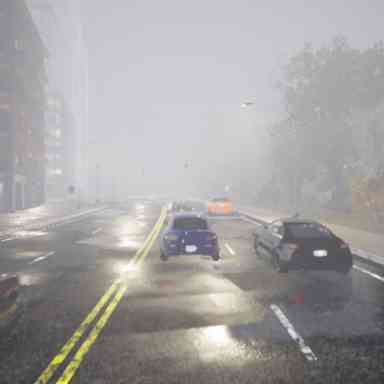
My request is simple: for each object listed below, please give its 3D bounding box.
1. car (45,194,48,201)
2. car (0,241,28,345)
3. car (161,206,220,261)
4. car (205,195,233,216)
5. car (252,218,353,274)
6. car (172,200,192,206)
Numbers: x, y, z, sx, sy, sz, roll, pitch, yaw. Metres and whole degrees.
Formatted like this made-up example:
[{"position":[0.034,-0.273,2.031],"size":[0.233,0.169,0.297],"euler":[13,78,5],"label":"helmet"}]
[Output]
[{"position":[-27.636,0.754,58.596],"size":[4.097,1.590,1.967],"euler":[1,0,-14],"label":"car"},{"position":[-3.365,1.537,2.633],"size":[2.033,1.411,5.357],"euler":[0,0,0],"label":"car"},{"position":[-0.091,1.458,11.963],"size":[1.812,1.442,4.674],"euler":[0,0,-1],"label":"car"},{"position":[2.361,1.173,30.037],"size":[2.097,1.767,4.553],"euler":[0,0,-4],"label":"car"},{"position":[3.194,1.501,10.401],"size":[1.994,1.385,4.181],"euler":[0,0,-1],"label":"car"},{"position":[-1.075,1.408,32.993],"size":[1.895,1.301,4.718],"euler":[0,0,-4],"label":"car"}]
